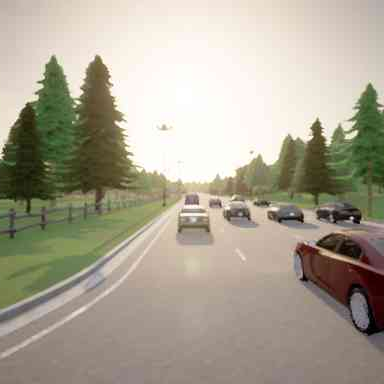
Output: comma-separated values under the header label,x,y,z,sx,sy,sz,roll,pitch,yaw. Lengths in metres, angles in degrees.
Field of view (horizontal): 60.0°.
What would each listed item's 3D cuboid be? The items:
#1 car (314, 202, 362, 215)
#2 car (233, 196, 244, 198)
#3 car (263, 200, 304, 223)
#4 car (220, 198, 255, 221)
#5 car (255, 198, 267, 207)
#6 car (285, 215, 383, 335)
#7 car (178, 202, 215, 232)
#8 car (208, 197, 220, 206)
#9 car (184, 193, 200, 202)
label,x,y,z,sx,sy,sz,roll,pitch,yaw
car,10.604,1.493,24.480,1.837,1.490,4.892,0,0,0
car,7.030,1.328,51.221,2.097,1.767,4.553,0,0,0
car,7.104,1.552,25.608,1.994,1.385,4.181,0,0,0
car,3.591,1.513,27.065,1.812,1.442,4.674,0,0,0
car,10.522,1.578,50.601,1.895,1.301,4.718,0,0,0
car,3.601,1.474,6.730,1.882,1.535,5.008,0,0,0
car,0.103,1.538,20.019,2.033,1.411,5.357,0,0,0
car,3.520,1.525,50.218,2.033,1.411,5.357,0,0,1
car,0.008,1.200,48.667,2.150,2.045,5.566,0,0,0
